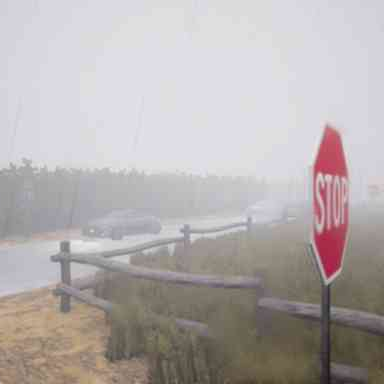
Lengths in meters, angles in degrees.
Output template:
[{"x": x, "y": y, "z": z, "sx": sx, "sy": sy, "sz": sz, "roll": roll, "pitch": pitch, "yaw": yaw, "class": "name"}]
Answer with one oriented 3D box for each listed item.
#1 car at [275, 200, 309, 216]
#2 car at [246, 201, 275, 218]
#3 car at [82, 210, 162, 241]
[{"x": 9.564, "y": 1.491, "z": 29.452, "sx": 2.128, "sy": 1.511, "sz": 4.902, "roll": 0, "pitch": 0, "yaw": 36, "class": "car"}, {"x": 6.716, "y": 1.540, "z": 31.060, "sx": 1.812, "sy": 1.442, "sz": 4.674, "roll": 0, "pitch": 0, "yaw": 36, "class": "car"}, {"x": -3.480, "y": 1.617, "z": 17.067, "sx": 1.994, "sy": 1.385, "sz": 4.181, "roll": 0, "pitch": 0, "yaw": 36, "class": "car"}]
